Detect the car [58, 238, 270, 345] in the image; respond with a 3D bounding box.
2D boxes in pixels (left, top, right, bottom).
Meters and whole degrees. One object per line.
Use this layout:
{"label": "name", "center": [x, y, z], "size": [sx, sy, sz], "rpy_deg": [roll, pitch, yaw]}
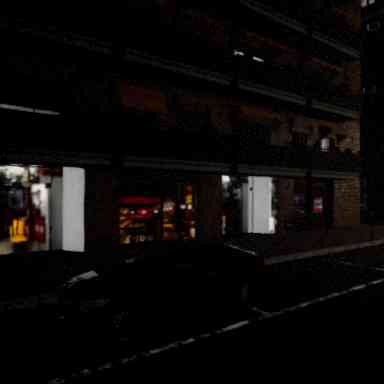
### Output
{"label": "car", "center": [-0.296, 1.596, 6.346], "size": [4.206, 1.307, 1.802], "rpy_deg": [0, 0, -35]}
